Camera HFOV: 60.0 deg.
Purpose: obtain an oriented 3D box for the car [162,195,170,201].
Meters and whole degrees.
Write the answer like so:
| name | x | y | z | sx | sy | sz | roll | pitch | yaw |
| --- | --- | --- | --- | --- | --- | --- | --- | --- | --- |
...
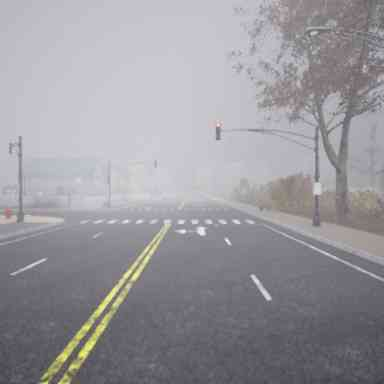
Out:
| name | x | y | z | sx | sy | sz | roll | pitch | yaw |
| --- | --- | --- | --- | --- | --- | --- | --- | --- | --- |
| car | -6.527 | 1.382 | 83.065 | 1.812 | 1.442 | 4.674 | 0 | 0 | 0 |
